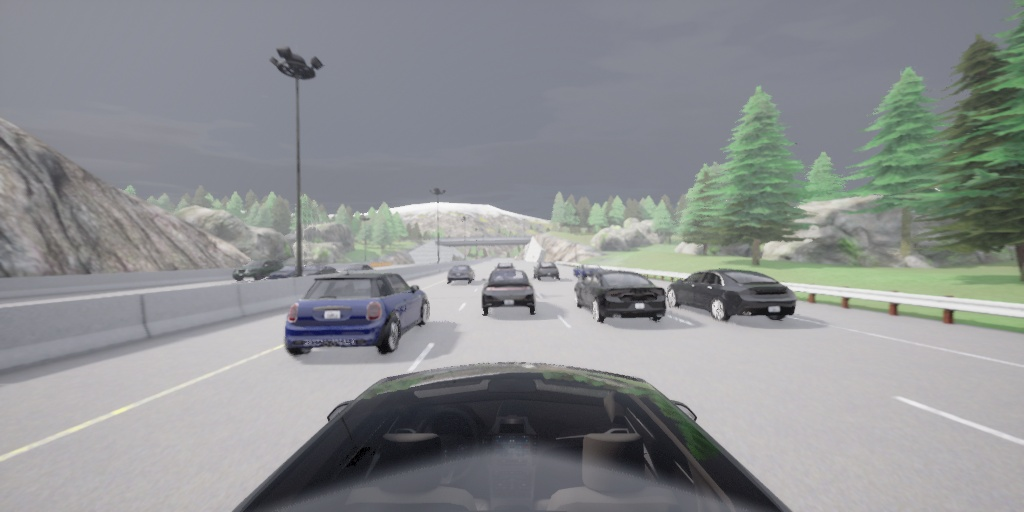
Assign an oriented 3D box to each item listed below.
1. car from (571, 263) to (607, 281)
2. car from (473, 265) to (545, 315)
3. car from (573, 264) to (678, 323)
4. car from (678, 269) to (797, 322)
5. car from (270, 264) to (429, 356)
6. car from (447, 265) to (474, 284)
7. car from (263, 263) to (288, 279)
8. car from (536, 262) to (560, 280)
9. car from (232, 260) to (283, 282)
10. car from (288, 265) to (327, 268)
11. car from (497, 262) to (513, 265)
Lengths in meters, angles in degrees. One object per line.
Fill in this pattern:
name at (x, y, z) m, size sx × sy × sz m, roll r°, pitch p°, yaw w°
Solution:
car at (6.444, 1.317, 30.407) m, size 1.895 × 1.301 × 4.718 m, roll -1°, pitch 0°, yaw -1°
car at (-0.153, 1.270, 13.839) m, size 2.128 × 1.511 × 4.902 m, roll -1°, pitch 0°, yaw -1°
car at (3.388, 1.200, 12.142) m, size 1.882 × 1.535 × 5.008 m, roll -1°, pitch 0°, yaw -1°
car at (6.892, 1.175, 11.921) m, size 1.837 × 1.490 × 4.892 m, roll -1°, pitch 0°, yaw -1°
car at (-3.549, 1.170, 9.115) m, size 2.097 × 1.767 × 4.553 m, roll -1°, pitch 0°, yaw -1°
car at (-4.020, 1.415, 28.822) m, size 2.033 × 1.411 × 5.357 m, roll -1°, pitch 0°, yaw -1°
car at (-21.822, 1.695, 35.846) m, size 2.033 × 1.411 × 5.357 m, roll -1°, pitch 0°, yaw -1°
car at (2.922, 1.261, 31.134) m, size 2.128 × 1.511 × 4.902 m, roll -1°, pitch 0°, yaw -1°
car at (-25.332, 1.426, 36.210) m, size 2.150 × 2.045 × 5.566 m, roll -1°, pitch -1°, yaw -1°
car at (-18.293, 1.582, 33.803) m, size 2.128 × 1.511 × 4.902 m, roll -1°, pitch 0°, yaw -1°
car at (-0.599, 1.315, 32.011) m, size 2.128 × 1.511 × 4.902 m, roll -1°, pitch 0°, yaw -1°
